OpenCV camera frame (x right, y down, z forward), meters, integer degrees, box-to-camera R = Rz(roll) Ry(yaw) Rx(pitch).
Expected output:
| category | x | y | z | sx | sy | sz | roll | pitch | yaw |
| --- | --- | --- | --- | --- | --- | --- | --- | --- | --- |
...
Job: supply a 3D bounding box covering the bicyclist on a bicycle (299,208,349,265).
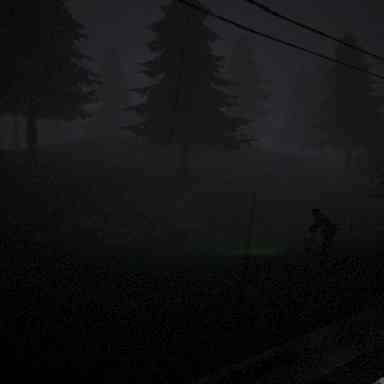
| category | x | y | z | sx | sy | sz | roll | pitch | yaw |
| --- | --- | --- | --- | --- | --- | --- | --- | --- | --- |
| bicyclist on a bicycle | 3.870 | 1.310 | 9.925 | 0.582 | 1.620 | 1.656 | 0 | -2 | -35 |
